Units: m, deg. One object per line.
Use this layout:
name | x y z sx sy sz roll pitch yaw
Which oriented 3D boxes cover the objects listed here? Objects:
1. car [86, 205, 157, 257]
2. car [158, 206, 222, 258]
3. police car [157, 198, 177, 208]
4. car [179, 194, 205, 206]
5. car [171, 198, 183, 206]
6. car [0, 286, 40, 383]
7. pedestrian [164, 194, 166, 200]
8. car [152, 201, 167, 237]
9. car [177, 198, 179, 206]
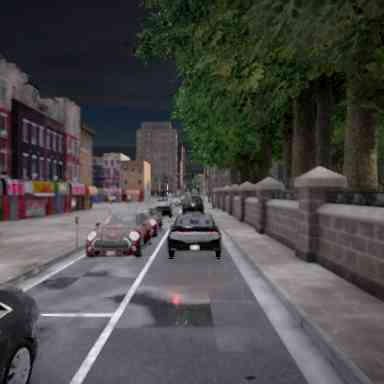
car | -2.649 1.479 12.852 1.967 1.590 4.097 0 0 0
car | 0.093 1.530 12.859 2.128 1.511 4.902 0 0 0
police car | -2.751 1.519 31.153 1.930 1.638 5.238 0 0 0
car | 0.098 1.324 34.021 2.150 2.045 5.566 0 0 0
car | -2.640 1.741 58.405 1.947 1.339 4.313 0 0 0
car | -2.651 1.558 2.312 2.008 1.369 4.403 0 0 0
pedestrian | -2.751 1.148 34.163 0.375 1.860 0.375 0 0 0
car | -2.647 1.495 18.123 1.967 1.590 4.097 0 0 0
car | -2.640 1.746 54.743 1.802 1.307 4.206 0 0 0
